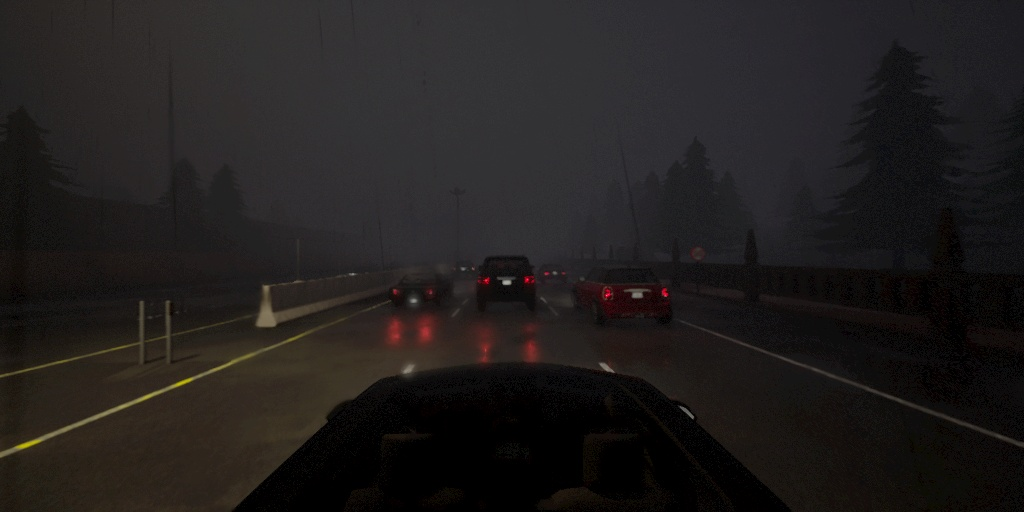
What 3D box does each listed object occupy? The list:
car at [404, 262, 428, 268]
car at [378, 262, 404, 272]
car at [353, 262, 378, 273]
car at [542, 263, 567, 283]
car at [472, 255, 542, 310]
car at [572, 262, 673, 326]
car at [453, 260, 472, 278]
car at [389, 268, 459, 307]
[{"bbox_3d":[-11.488,1.451,44.674,1.895,1.301,4.718,-1,0,-1],"label":"car"},{"bbox_3d":[-15.004,1.448,45.738,1.994,1.385,4.181,-1,0,-1],"label":"car"},{"bbox_3d":[-18.502,1.482,45.655,1.994,1.385,4.181,-1,0,-1],"label":"car"},{"bbox_3d":[3.016,1.262,27.543,2.033,1.411,5.357,-1,0,-1],"label":"car"},{"bbox_3d":[-0.220,0.973,14.784,2.150,2.045,5.566,-1,0,-1],"label":"car"},{"bbox_3d":[3.341,1.067,11.761,2.097,1.767,4.553,-1,0,-1],"label":"car"},{"bbox_3d":[-4.058,1.134,32.035,2.097,1.767,4.553,-1,0,-1],"label":"car"},{"bbox_3d":[-3.722,1.383,15.650,1.895,1.301,4.718,-1,0,-1],"label":"car"}]
